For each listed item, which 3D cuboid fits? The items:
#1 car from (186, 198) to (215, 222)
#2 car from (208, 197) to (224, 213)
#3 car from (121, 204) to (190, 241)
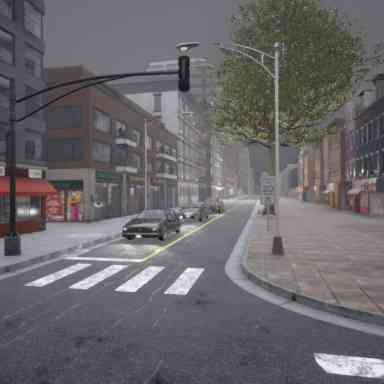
[{"bbox_3d":[0.225,1.492,26.753,2.128,1.511,4.902,0,0,12],"label":"car"},{"bbox_3d":[2.307,1.347,36.497,2.097,1.767,4.553,0,0,12],"label":"car"},{"bbox_3d":[-1.809,1.556,17.209,2.033,1.411,5.357,0,0,12],"label":"car"}]
